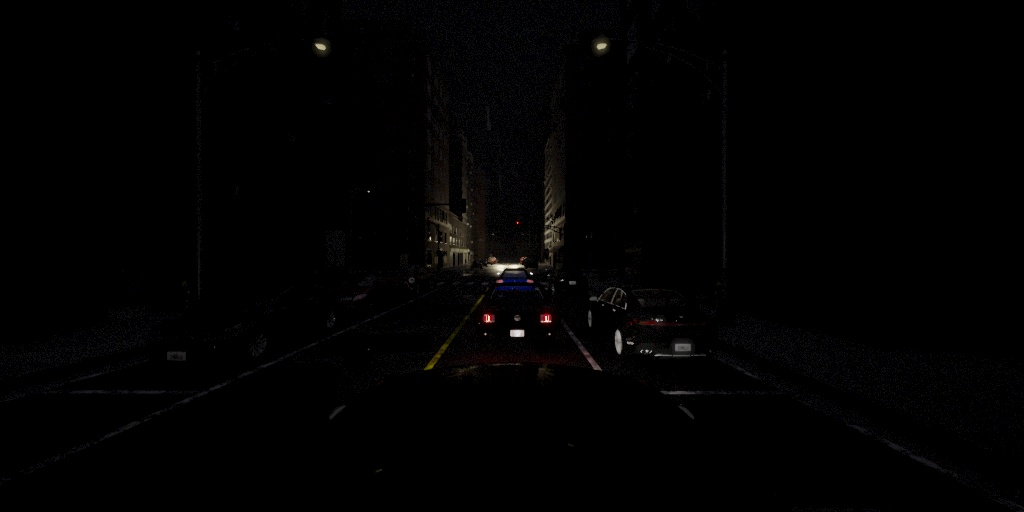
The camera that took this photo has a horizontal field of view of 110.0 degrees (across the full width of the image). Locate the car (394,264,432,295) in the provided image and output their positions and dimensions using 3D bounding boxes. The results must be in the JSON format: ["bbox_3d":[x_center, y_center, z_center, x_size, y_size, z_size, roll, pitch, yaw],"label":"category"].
[{"bbox_3d":[-5.614,1.190,19.227,1.967,1.591,4.097,0,0,0],"label":"car"}]

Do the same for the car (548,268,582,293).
[{"bbox_3d":[2.911,1.316,19.200,1.948,1.339,4.313,0,0,0],"label":"car"}]

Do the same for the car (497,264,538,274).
[{"bbox_3d":[0.149,1.315,18.582,1.994,1.385,4.181,0,0,1],"label":"car"}]

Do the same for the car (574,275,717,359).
[{"bbox_3d":[2.876,1.300,8.198,2.007,1.370,4.403,0,0,0],"label":"car"}]

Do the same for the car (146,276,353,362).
[{"bbox_3d":[-5.649,1.315,8.225,1.948,1.339,4.313,0,0,0],"label":"car"}]

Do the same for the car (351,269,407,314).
[{"bbox_3d":[-5.632,1.332,13.726,1.802,1.307,4.207,0,0,0],"label":"car"}]

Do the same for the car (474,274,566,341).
[{"bbox_3d":[0.120,1.351,9.823,1.895,1.301,4.718,0,0,0],"label":"car"}]

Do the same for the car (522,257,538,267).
[{"bbox_3d":[3.063,1.226,56.289,1.967,1.591,4.097,0,0,0],"label":"car"}]

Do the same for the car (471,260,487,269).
[{"bbox_3d":[-5.462,1.368,56.329,1.802,1.307,4.207,0,0,0],"label":"car"}]
